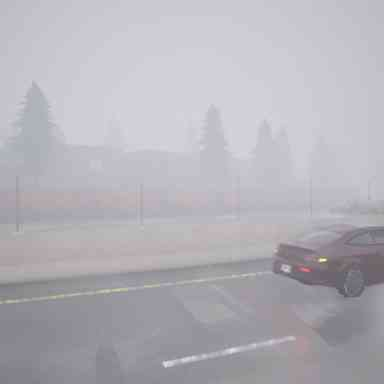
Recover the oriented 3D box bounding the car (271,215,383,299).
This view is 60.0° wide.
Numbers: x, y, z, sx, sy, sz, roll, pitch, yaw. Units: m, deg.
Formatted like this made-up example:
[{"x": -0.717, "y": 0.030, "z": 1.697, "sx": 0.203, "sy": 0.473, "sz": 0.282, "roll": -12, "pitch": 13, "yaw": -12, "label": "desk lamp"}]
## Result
[{"x": 4.134, "y": 1.480, "z": 8.189, "sx": 4.674, "sy": 1.442, "sz": 1.812, "roll": 0, "pitch": 0, "yaw": -24, "label": "car"}]
